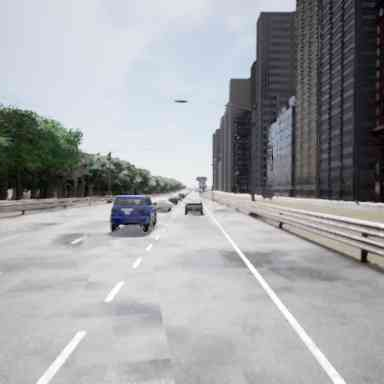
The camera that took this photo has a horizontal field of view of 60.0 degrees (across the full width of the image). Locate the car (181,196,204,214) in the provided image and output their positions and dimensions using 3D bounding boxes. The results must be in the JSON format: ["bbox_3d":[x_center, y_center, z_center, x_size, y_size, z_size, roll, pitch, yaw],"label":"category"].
[{"bbox_3d":[0.203,1.488,35.143,2.128,1.511,4.902,0,0,0],"label":"car"}]

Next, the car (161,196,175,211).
[{"bbox_3d":[-3.396,1.507,39.969,1.812,1.442,4.674,0,0,0],"label":"car"}]

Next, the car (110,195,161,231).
[{"bbox_3d":[-3.433,1.199,20.348,2.150,2.045,5.566,0,0,0],"label":"car"}]

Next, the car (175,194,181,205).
[{"bbox_3d":[-3.397,1.512,59.980,1.837,1.490,4.892,0,0,0],"label":"car"}]

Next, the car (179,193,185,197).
[{"bbox_3d":[-3.438,1.604,80.525,1.994,1.385,4.181,0,0,0],"label":"car"}]
